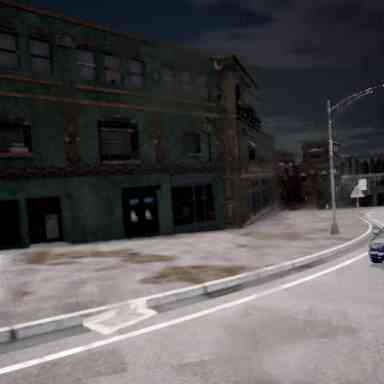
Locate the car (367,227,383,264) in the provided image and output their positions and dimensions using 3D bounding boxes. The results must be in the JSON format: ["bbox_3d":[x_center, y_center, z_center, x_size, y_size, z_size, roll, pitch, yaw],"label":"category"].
[{"bbox_3d":[7.756,1.630,11.743,2.033,1.411,5.357,-2,-2,40],"label":"car"}]
